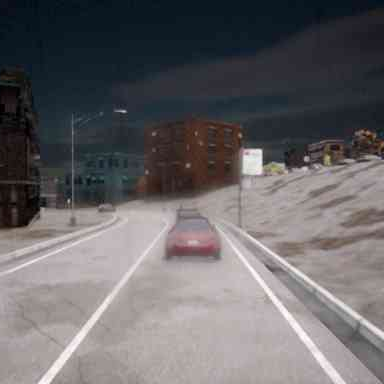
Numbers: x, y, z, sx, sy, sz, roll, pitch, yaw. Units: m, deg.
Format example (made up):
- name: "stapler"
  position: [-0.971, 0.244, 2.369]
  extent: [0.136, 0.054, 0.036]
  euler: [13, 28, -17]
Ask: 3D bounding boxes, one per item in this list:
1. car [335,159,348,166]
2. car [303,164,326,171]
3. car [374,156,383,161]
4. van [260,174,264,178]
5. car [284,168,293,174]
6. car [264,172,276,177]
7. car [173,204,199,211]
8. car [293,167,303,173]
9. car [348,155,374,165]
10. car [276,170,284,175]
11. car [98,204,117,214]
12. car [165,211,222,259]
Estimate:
- name: "car"
  position: [21.729, -3.871, 46.574]
  extent: [2.231, 1.521, 4.892]
  euler: [0, 0, -1]
- name: "car"
  position: [21.490, -4.089, 57.512]
  extent: [2.185, 1.767, 4.553]
  euler: [0, 0, -1]
- name: "car"
  position: [22.092, -3.696, 35.514]
  extent: [2.002, 1.452, 4.674]
  euler: [0, 1, -3]
- name: "van"
  position: [20.767, -4.416, 90.607]
  extent: [1.878, 1.987, 4.442]
  euler: [0, 0, -1]
- name: "car"
  position: [21.246, -4.179, 68.678]
  extent: [2.185, 1.767, 4.553]
  euler: [0, 0, -1]
- name: "car"
  position: [20.885, -4.162, 85.212]
  extent: [2.231, 1.521, 4.892]
  euler: [0, 0, -1]
- name: "car"
  position: [-0.435, 1.749, 27.497]
  extent: [2.128, 1.511, 4.902]
  euler: [0, -1, -6]
- name: "car"
  position: [21.371, -3.967, 63.005]
  extent: [2.002, 1.452, 4.674]
  euler: [0, 0, -1]
- name: "car"
  position: [21.858, -3.812, 41.056]
  extent: [2.231, 1.521, 4.892]
  euler: [0, 1, -1]
- name: "car"
  position: [21.126, -4.219, 74.197]
  extent: [2.185, 1.767, 4.553]
  euler: [0, 0, -1]
- name: "car"
  position: [-13.801, 2.710, 53.972]
  extent: [1.837, 1.490, 4.892]
  euler: [0, -2, -34]
- name: "car"
  position: [0.048, 1.627, 12.841]
  extent: [1.994, 1.385, 4.181]
  euler: [0, 0, 0]
